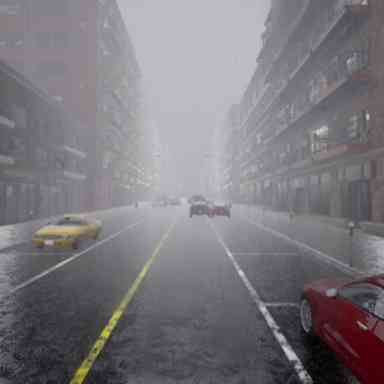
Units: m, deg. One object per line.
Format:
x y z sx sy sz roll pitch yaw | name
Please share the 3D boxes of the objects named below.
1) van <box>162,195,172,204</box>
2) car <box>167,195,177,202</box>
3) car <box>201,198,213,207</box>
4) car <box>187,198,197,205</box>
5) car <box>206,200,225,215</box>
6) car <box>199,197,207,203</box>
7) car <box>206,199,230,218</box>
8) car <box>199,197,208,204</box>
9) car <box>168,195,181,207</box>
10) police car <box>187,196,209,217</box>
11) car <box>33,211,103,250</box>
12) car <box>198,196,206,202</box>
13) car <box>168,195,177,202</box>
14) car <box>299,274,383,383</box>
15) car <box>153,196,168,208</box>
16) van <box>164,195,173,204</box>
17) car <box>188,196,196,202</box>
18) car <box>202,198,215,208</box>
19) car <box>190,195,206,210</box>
-5.277 1.638 70.213 1.690 1.788 3.998 2 0 0 | van
-5.274 1.721 86.805 2.192 1.841 5.009 1 0 0 | car
2.595 1.784 59.089 2.008 1.369 4.403 1 0 0 | car
0.013 1.873 67.852 1.895 1.301 4.718 0 0 0 | car
2.592 1.650 37.137 1.752 1.417 4.829 1 0 0 | car
2.600 1.911 81.210 1.887 1.381 4.507 1 0 0 | car
2.591 1.646 31.435 1.887 1.381 4.507 1 0 0 | car
2.599 1.875 75.680 1.887 1.381 4.507 1 0 0 | car
-2.793 1.771 57.185 2.033 1.411 5.357 0 0 1 | car
0.715 1.529 32.210 1.930 1.638 5.238 0 0 0 | police car
-5.291 1.567 14.745 1.752 1.417 4.829 2 0 0 | car
2.610 1.844 86.743 1.967 1.590 4.097 1 0 0 | car
-5.273 1.759 92.335 2.192 1.841 5.009 1 0 0 | car
2.585 1.592 3.785 1.802 1.307 4.206 1 0 0 | car
-5.285 1.730 53.452 1.752 1.417 4.829 2 0 0 | car
-5.277 1.673 75.745 1.690 1.788 3.998 1 0 0 | van
0.016 1.808 82.829 1.812 1.442 4.674 0 0 0 | car
2.594 1.750 53.557 1.887 1.381 4.507 1 0 0 | car
0.834 1.402 48.141 2.150 2.045 5.566 0 0 0 | car
